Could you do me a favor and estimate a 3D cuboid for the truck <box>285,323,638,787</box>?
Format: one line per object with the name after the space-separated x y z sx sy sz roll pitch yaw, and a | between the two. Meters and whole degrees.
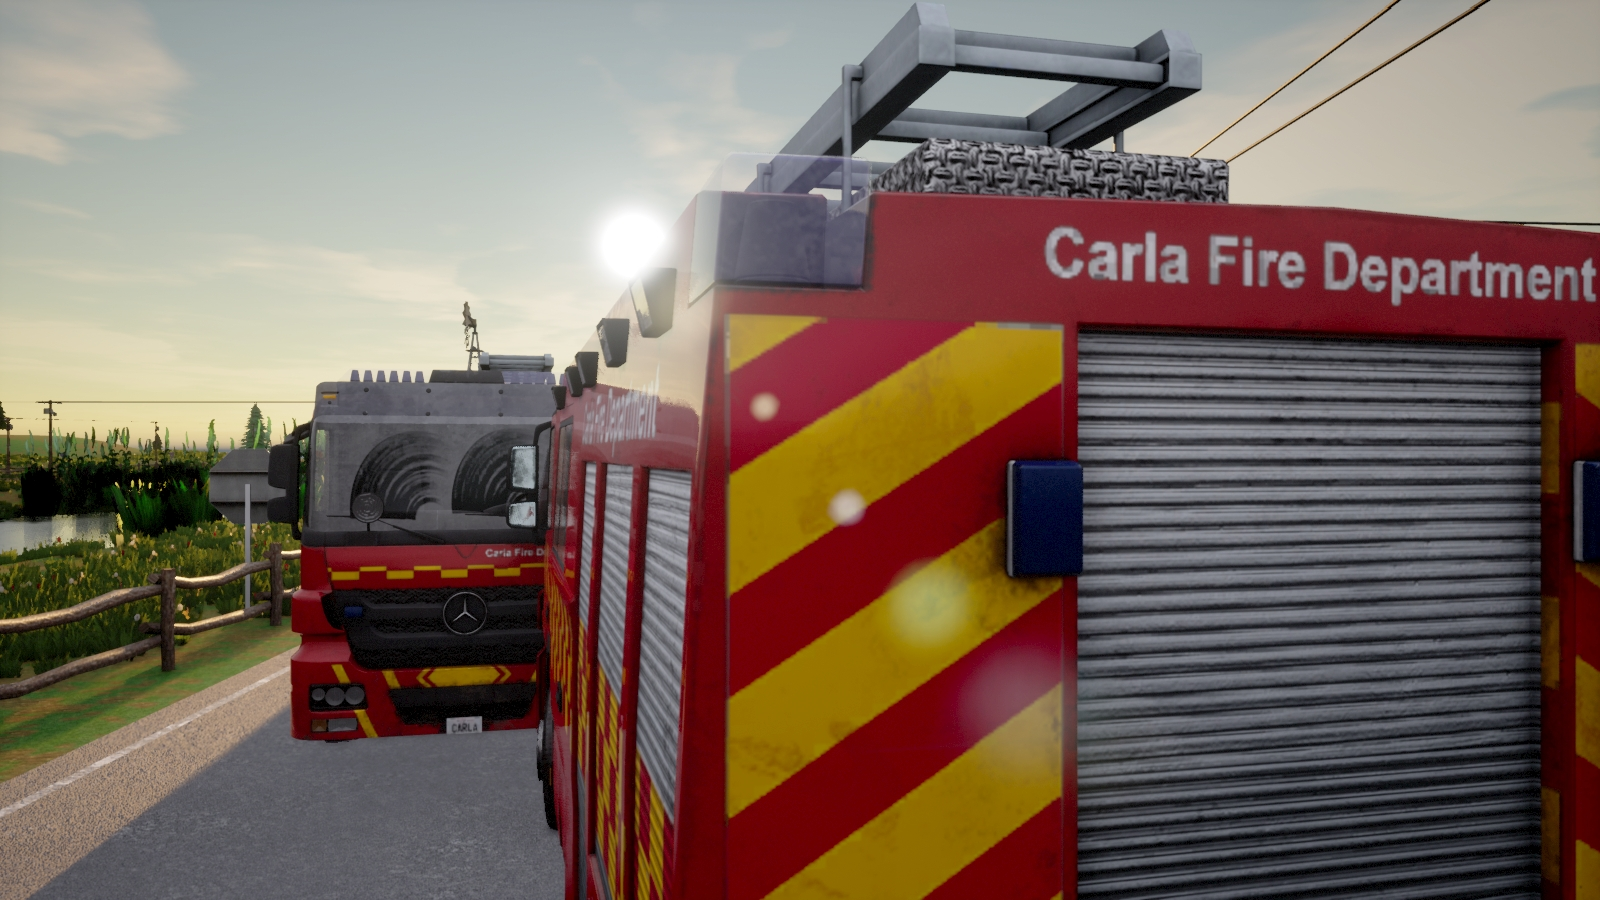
-3.907 0.862 13.892 2.891 3.827 8.468 0 0 -15 | truck

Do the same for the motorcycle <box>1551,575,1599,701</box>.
9.791 2.142 13.137 1.805 1.316 0.856 0 0 -7 | motorcycle

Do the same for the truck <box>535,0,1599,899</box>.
0.001 0.867 6.874 2.891 3.827 8.468 0 0 -15 | truck

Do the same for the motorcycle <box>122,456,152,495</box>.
-41.311 1.577 71.206 0.803 2.348 2.033 0 0 -4 | motorcycle
